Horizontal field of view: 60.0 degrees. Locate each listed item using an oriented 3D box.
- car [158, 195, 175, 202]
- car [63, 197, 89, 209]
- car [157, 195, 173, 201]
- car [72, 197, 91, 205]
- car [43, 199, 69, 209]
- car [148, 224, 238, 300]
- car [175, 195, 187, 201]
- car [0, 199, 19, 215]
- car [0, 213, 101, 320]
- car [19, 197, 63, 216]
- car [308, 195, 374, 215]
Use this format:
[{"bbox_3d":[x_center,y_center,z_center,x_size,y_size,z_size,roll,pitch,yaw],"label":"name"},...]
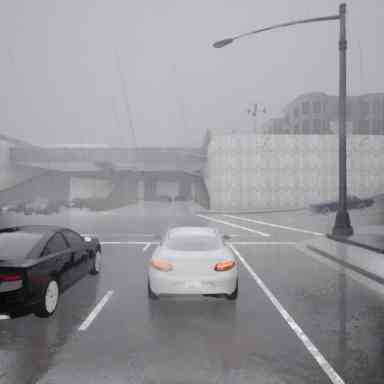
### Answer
[{"bbox_3d":[-5.479,1.553,73.103,1.994,1.385,4.181,0,0,5],"label":"car"},{"bbox_3d":[-15.225,1.492,44.344,2.128,1.511,4.902,0,0,-2],"label":"car"},{"bbox_3d":[-6.822,1.500,83.549,1.837,1.490,4.892,0,0,24],"label":"car"},{"bbox_3d":[-19.161,1.601,57.875,1.895,1.301,4.718,0,0,-2],"label":"car"},{"bbox_3d":[-18.787,1.601,46.141,1.895,1.301,4.718,0,0,-2],"label":"car"},{"bbox_3d":[0.013,1.526,8.268,1.812,1.442,4.674,0,0,0],"label":"car"},{"bbox_3d":[-2.916,1.552,83.875,1.994,1.385,4.181,0,0,27],"label":"car"},{"bbox_3d":[-18.264,1.492,34.654,2.128,1.511,4.902,0,0,-5],"label":"car"},{"bbox_3d":[-3.480,1.478,7.467,1.882,1.535,5.008,0,0,0],"label":"car"},{"bbox_3d":[-14.507,1.351,32.272,2.097,1.767,4.553,0,0,-6],"label":"car"},{"bbox_3d":[12.034,1.012,27.133,4.718,1.301,1.895,-6,0,-1],"label":"car"}]
